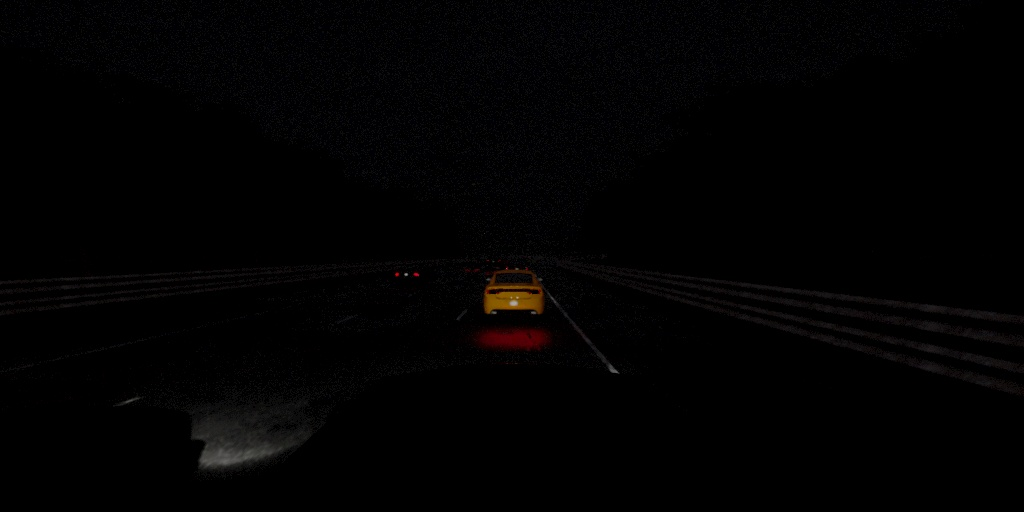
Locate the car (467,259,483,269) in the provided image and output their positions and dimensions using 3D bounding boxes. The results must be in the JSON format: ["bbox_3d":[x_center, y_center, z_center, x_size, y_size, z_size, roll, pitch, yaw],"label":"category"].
[{"bbox_3d":[-5.494,1.153,54.091,1.812,1.442,4.674,0,0,3],"label":"car"}]

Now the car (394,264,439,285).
[{"bbox_3d":[-6.673,1.254,25.431,2.033,1.411,5.357,0,0,2],"label":"car"}]

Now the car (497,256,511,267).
[{"bbox_3d":[-1.364,0.938,64.158,2.097,1.767,4.553,0,0,4],"label":"car"}]

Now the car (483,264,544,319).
[{"bbox_3d":[0.081,1.213,12.847,1.882,1.535,5.008,0,0,1],"label":"car"}]

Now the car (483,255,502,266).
[{"bbox_3d":[-2.232,0.862,49.042,2.150,2.045,5.566,0,-1,4],"label":"car"}]

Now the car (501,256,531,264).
[{"bbox_3d":[0.461,1.052,30.746,2.097,1.767,4.553,0,0,2],"label":"car"}]

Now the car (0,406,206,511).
[{"bbox_3d":[-3.438,1.297,0.410,2.033,1.411,5.357,0,0,0],"label":"car"}]
